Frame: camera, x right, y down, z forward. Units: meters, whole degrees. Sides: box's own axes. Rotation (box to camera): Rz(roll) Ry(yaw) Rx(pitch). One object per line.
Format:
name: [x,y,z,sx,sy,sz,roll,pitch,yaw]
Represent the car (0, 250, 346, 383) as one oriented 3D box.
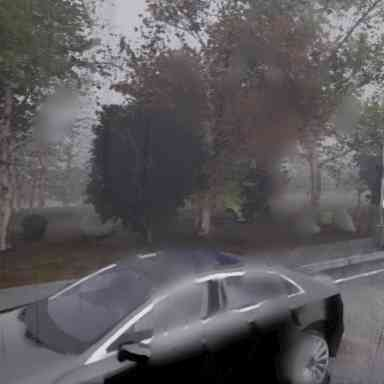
car: [-0.335,1.477,3.591,4.902,1.511,2.128,0,0,-35]
